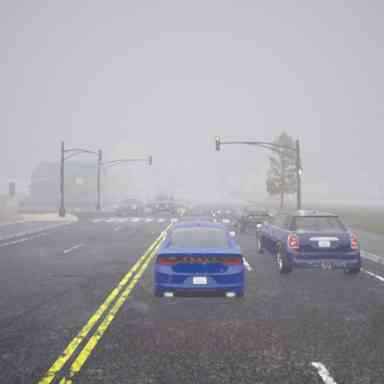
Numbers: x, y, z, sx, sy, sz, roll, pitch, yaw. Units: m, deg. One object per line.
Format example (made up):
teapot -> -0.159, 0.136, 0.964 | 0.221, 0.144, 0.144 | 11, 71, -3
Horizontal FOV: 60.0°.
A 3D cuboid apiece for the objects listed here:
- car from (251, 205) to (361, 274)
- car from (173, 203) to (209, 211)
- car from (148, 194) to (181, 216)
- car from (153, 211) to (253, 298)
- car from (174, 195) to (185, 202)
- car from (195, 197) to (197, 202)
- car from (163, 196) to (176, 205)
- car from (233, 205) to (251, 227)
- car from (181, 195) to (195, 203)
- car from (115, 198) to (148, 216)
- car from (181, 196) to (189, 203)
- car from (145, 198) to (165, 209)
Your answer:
car -> 3.440, 1.355, 10.694 | 2.097, 1.767, 4.553 | 0, 0, 1
car -> 0.307, 1.557, 18.411 | 2.033, 1.411, 5.357 | 0, 0, 1
car -> -2.695, 1.256, 33.675 | 2.150, 2.045, 5.566 | 0, 0, 2
car -> 0.160, 1.480, 8.598 | 1.882, 1.535, 5.008 | 0, 0, 0
car -> -3.032, 1.494, 79.234 | 2.097, 1.767, 4.553 | 0, 0, 5
car -> 0.147, 1.685, 78.287 | 1.994, 1.385, 4.181 | 0, 0, 5
car -> -4.248, 1.607, 64.276 | 1.837, 1.490, 4.892 | 0, 0, 4
car -> 3.597, 1.515, 19.846 | 1.837, 1.490, 4.892 | 0, 0, 1
car -> -1.079, 1.695, 63.129 | 1.895, 1.301, 4.718 | 0, 0, 4
car -> -5.993, 1.383, 32.290 | 2.097, 1.767, 4.553 | 0, 0, 2
car -> -1.977, 1.663, 49.283 | 1.895, 1.301, 4.718 | 0, 0, 3
car -> -5.284, 1.610, 48.370 | 2.033, 1.411, 5.357 | 0, 0, 3
